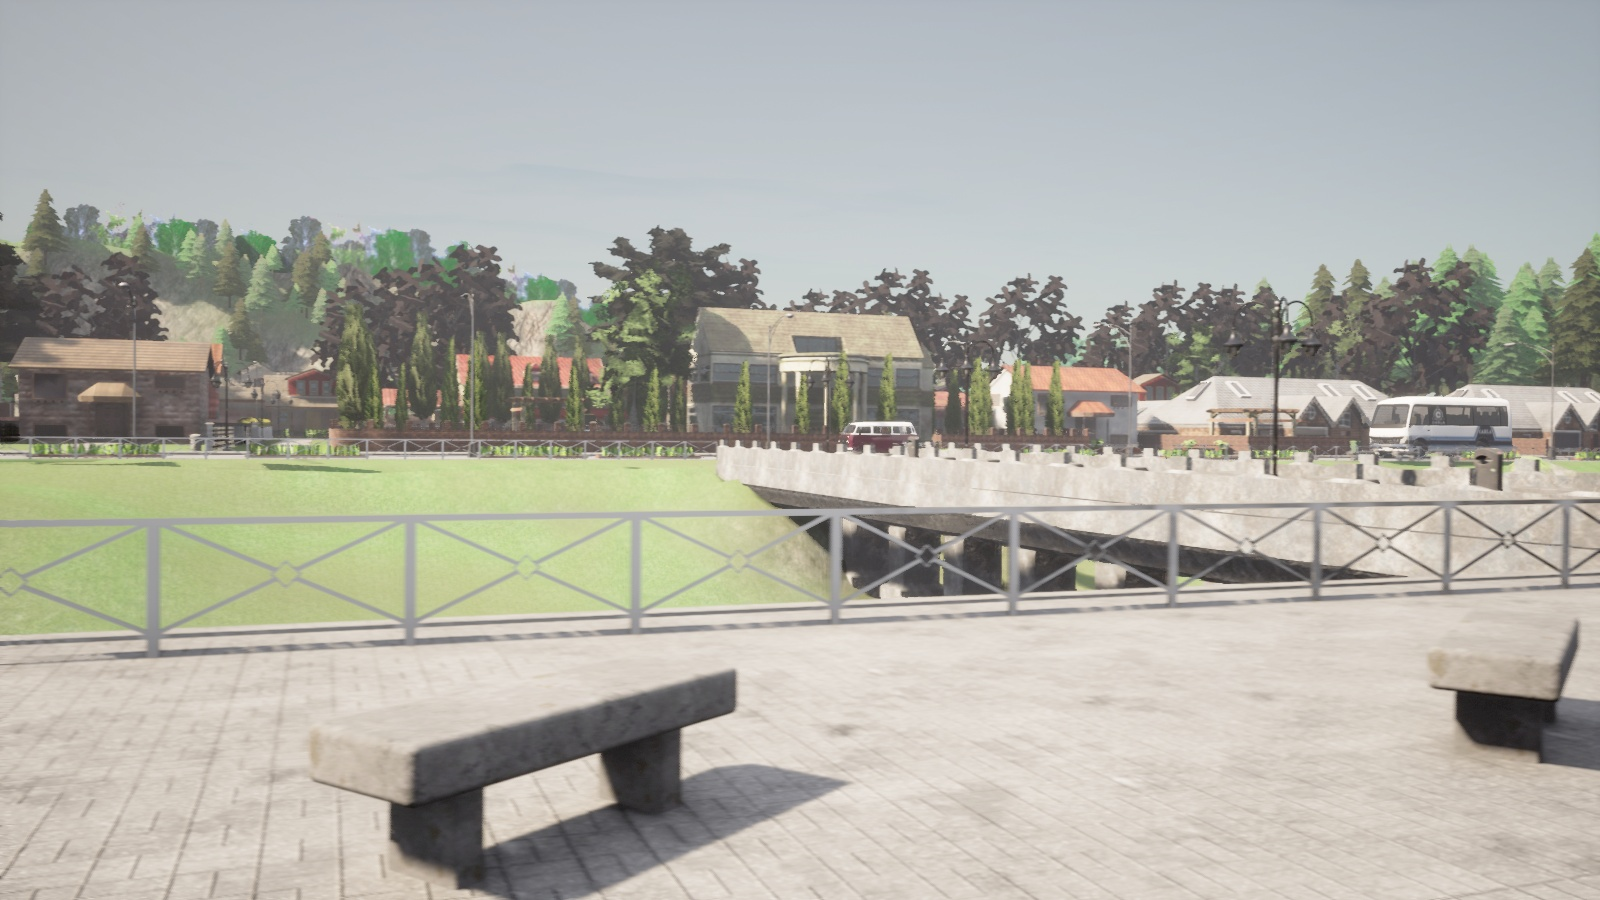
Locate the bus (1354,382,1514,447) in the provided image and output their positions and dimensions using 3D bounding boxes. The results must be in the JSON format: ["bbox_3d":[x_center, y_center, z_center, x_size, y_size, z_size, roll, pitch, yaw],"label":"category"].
[{"bbox_3d":[43.540,-2.453,86.252,10.273,4.253,3.944,-1,1,-21],"label":"bus"}]

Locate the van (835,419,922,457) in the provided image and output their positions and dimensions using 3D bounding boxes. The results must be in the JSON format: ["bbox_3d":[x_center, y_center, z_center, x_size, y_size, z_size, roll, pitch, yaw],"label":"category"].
[{"bbox_3d":[4.450,-0.689,71.434,4.480,2.038,2.069,-1,1,-21],"label":"van"}]
